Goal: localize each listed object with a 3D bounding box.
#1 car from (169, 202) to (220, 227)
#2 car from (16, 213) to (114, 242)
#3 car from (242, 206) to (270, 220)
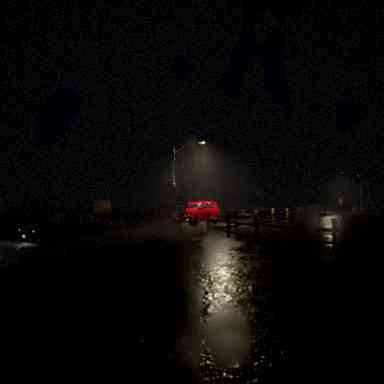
[{"bbox_3d":[0.346,1.890,29.278,2.150,2.045,5.566,-1,-2,35],"label":"car"},{"bbox_3d":[-6.962,1.919,18.973,2.033,1.411,5.357,-1,-2,35],"label":"car"},{"bbox_3d":[7.630,2.478,39.489,1.837,1.490,4.892,-1,-2,36],"label":"car"}]
